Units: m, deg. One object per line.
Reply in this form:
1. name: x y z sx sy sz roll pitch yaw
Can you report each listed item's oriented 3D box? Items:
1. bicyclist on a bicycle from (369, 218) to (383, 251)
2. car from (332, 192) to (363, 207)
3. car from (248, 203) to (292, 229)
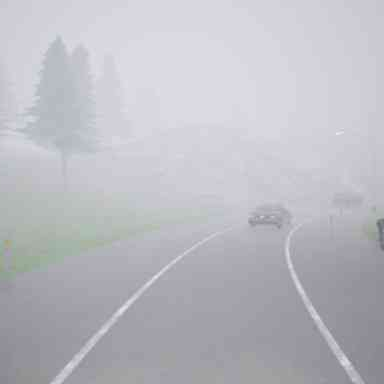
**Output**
1. bicyclist on a bicycle: 7.466 1.379 12.380 0.582 1.620 1.656 -1 -1 -43
2. car: 18.343 0.751 39.139 4.553 1.767 2.097 -2 2 -44
3. car: 4.995 1.423 20.874 2.033 1.411 5.357 0 1 25
